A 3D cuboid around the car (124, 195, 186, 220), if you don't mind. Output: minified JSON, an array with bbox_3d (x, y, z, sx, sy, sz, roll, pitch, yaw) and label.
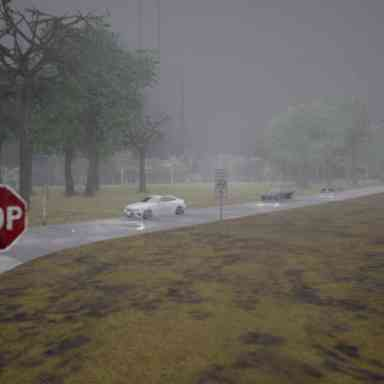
[{"bbox_3d":[-2.343,0.938,22.157,1.812,1.442,4.674,1,3,42],"label":"car"}]

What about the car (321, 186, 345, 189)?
[{"bbox_3d":[20.036,-0.681,47.049,2.033,1.411,5.357,1,3,42],"label":"car"}]

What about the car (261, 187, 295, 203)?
[{"bbox_3d":[9.090,0.227,34.942,1.882,1.535,5.008,1,3,42],"label":"car"}]
